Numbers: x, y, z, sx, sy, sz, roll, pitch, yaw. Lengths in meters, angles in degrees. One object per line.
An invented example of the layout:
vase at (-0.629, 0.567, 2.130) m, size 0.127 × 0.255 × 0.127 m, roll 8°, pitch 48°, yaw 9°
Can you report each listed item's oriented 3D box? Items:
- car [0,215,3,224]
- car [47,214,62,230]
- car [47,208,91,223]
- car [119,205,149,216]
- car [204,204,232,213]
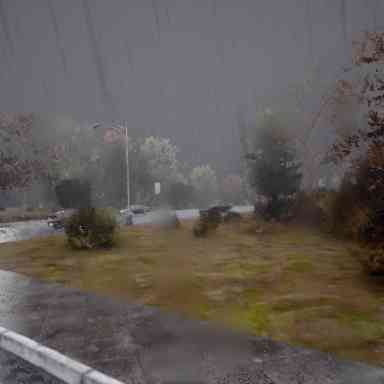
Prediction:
car at (-18.873, 2.439, 28.341) m, size 1.837 × 1.490 × 4.892 m, roll -3°, pitch -2°, yaw 35°
car at (-8.335, 1.987, 24.911) m, size 1.837 × 1.490 × 4.892 m, roll -3°, pitch -2°, yaw 34°
car at (-13.428, 2.517, 36.650) m, size 1.994 × 1.385 × 4.181 m, roll -3°, pitch -2°, yaw 32°
car at (-7.870, 2.491, 45.391) m, size 2.128 × 1.511 × 4.902 m, roll -3°, pitch -2°, yaw 32°
car at (3.550, 2.171, 43.468) m, size 1.895 × 1.301 × 4.718 m, roll -3°, pitch -2°, yaw 32°
